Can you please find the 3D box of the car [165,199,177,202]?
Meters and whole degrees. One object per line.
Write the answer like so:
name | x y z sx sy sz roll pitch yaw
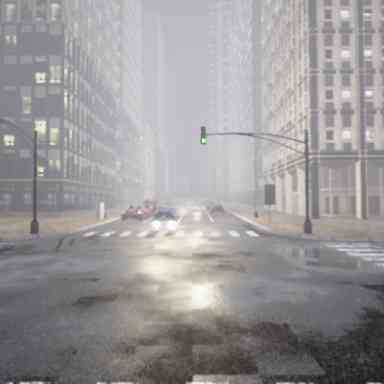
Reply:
car | -4.883 2.368 70.075 1.887 1.381 4.507 1 -1 1

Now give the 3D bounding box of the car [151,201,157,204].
car | -5.254 2.023 36.628 1.802 1.307 4.206 1 -1 1

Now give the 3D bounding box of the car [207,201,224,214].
car | 3.188 2.054 42.172 1.802 1.307 4.206 1 -1 1

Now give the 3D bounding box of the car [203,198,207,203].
car | 3.374 2.230 58.903 1.947 1.339 4.313 1 -1 1

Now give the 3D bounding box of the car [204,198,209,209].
car | 3.315 2.127 53.497 1.752 1.417 4.829 1 -1 1

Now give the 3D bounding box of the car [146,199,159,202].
car | -5.188 1.819 42.205 2.192 1.841 5.009 1 -1 1

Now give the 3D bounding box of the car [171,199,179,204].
car | -4.637 2.645 92.373 1.947 1.339 4.313 1 -1 1

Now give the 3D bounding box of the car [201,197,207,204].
car | 3.744 2.592 92.362 1.887 1.381 4.507 1 -1 1

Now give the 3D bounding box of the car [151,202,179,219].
car | -2.614 1.993 33.306 1.895 1.301 4.718 0 -1 1

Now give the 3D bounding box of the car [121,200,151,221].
car | -5.313 1.817 31.055 1.967 1.590 4.097 1 -1 1
